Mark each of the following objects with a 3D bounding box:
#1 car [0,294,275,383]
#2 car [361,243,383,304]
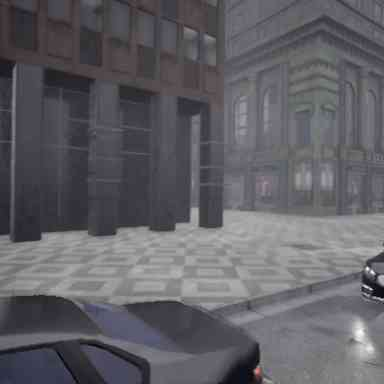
[{"bbox_3d":[-1.823,1.545,2.073,5.357,1.411,2.033,0,0,-35],"label":"car"},{"bbox_3d":[5.597,1.544,7.247,4.902,1.511,2.128,0,0,-35],"label":"car"}]
